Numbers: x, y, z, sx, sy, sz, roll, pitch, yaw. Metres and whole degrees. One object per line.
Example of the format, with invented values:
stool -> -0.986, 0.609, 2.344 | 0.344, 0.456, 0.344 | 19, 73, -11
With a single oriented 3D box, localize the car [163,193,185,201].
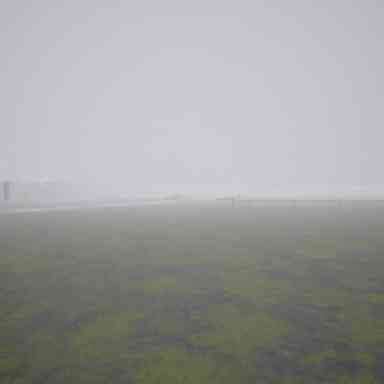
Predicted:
car -> -3.338, 0.960, 64.257 | 2.033, 1.411, 5.357 | 0, 1, 31
